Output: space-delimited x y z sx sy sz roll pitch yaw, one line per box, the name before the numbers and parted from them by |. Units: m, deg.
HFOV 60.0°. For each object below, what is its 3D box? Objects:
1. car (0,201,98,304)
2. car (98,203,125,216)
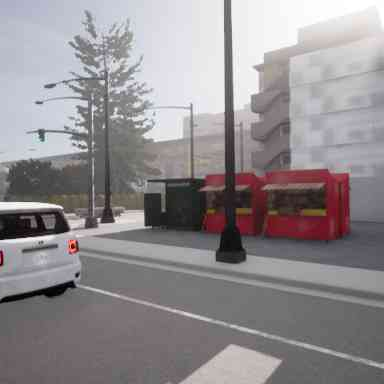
car | -4.811 1.233 7.382 5.566 2.045 2.150 0 0 36
car | -8.702 1.730 31.420 1.895 1.301 4.718 -1 -1 36
